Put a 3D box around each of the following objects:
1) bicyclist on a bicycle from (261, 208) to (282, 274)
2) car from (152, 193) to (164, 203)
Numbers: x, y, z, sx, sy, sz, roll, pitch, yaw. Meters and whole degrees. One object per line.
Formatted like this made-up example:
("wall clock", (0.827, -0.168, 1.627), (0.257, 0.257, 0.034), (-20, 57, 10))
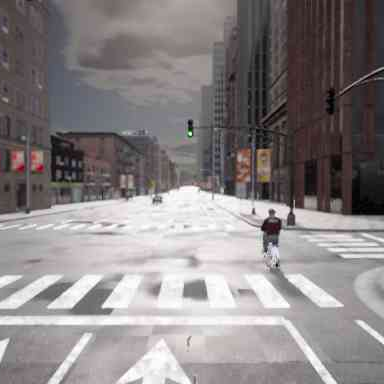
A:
("bicyclist on a bicycle", (2.254, 1.350, 9.607), (0.659, 1.776, 1.843), (0, 0, 0))
("car", (-6.476, 1.375, 63.186), (1.837, 1.490, 4.892), (0, 0, 0))
